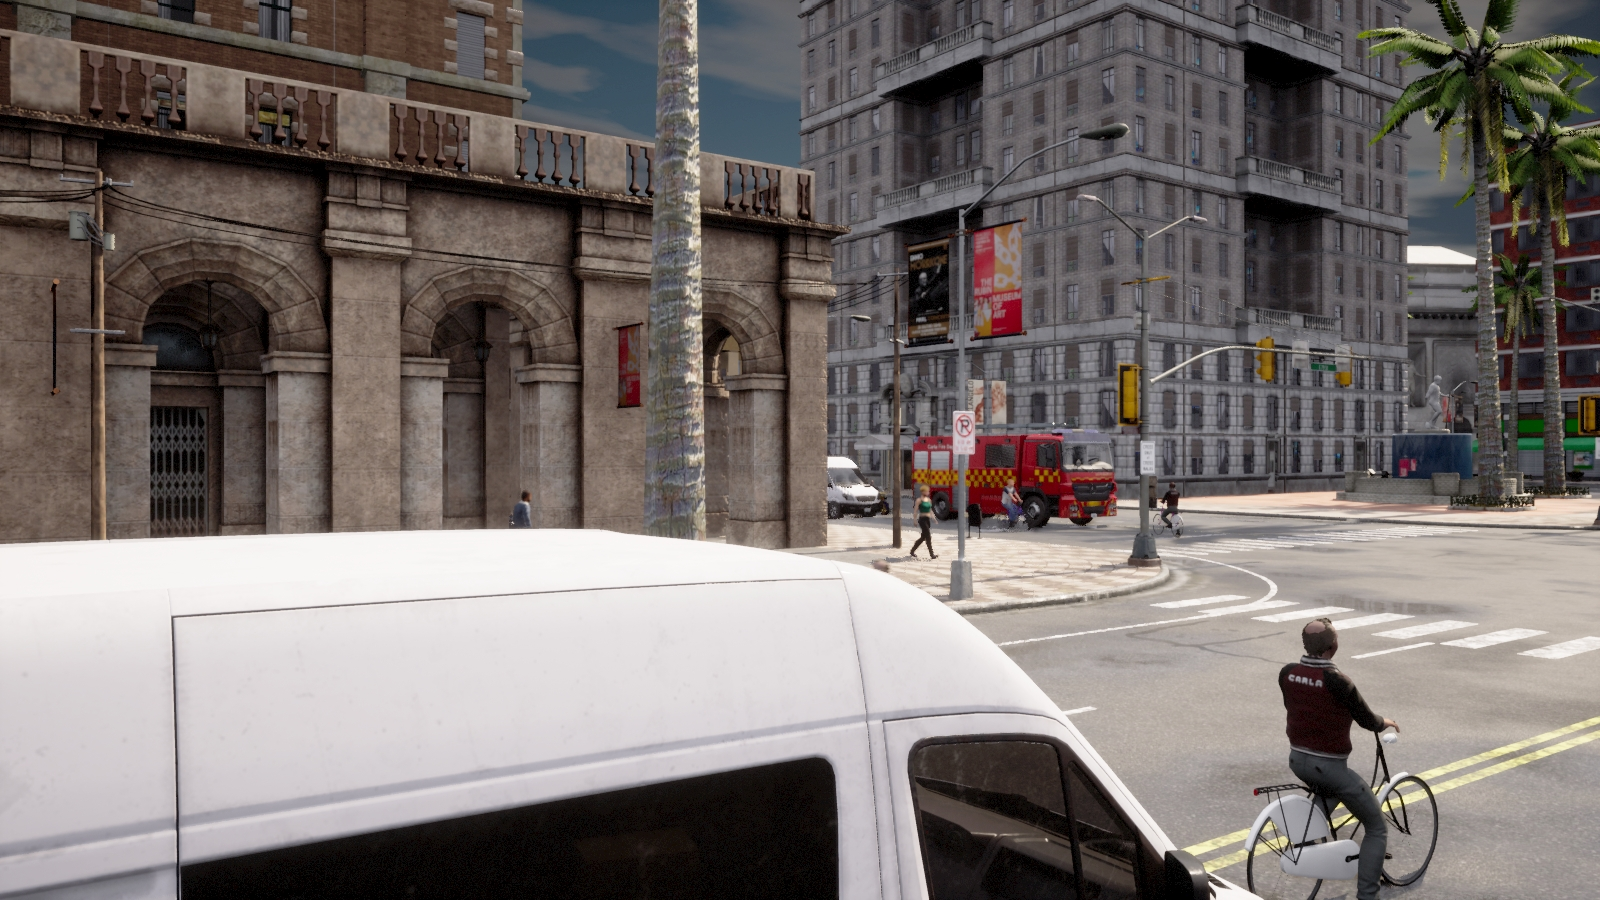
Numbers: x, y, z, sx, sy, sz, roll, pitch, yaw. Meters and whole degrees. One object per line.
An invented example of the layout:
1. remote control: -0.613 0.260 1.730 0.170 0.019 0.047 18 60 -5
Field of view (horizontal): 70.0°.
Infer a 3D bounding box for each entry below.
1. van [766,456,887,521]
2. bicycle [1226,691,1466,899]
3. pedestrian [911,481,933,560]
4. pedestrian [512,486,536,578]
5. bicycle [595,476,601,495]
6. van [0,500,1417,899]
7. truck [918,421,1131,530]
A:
1. van: 1.041 1.534 48.346 1.988 2.561 5.915 0 0 -35
2. bicycle: 3.417 2.210 7.085 1.835 1.171 0.329 0 0 -29
3. pedestrian: 2.944 1.698 27.679 0.375 1.860 0.375 0 0 -38
4. pedestrian: -5.751 1.696 23.782 0.375 1.860 0.375 0 0 -35
5. bicycle: -12.612 2.210 71.312 0.329 1.171 1.835 0 0 -13
6. van: -0.760 1.534 3.254 5.915 2.561 1.988 0 0 -35
7. truck: 8.452 0.890 44.320 2.891 3.827 8.468 0 0 -35
